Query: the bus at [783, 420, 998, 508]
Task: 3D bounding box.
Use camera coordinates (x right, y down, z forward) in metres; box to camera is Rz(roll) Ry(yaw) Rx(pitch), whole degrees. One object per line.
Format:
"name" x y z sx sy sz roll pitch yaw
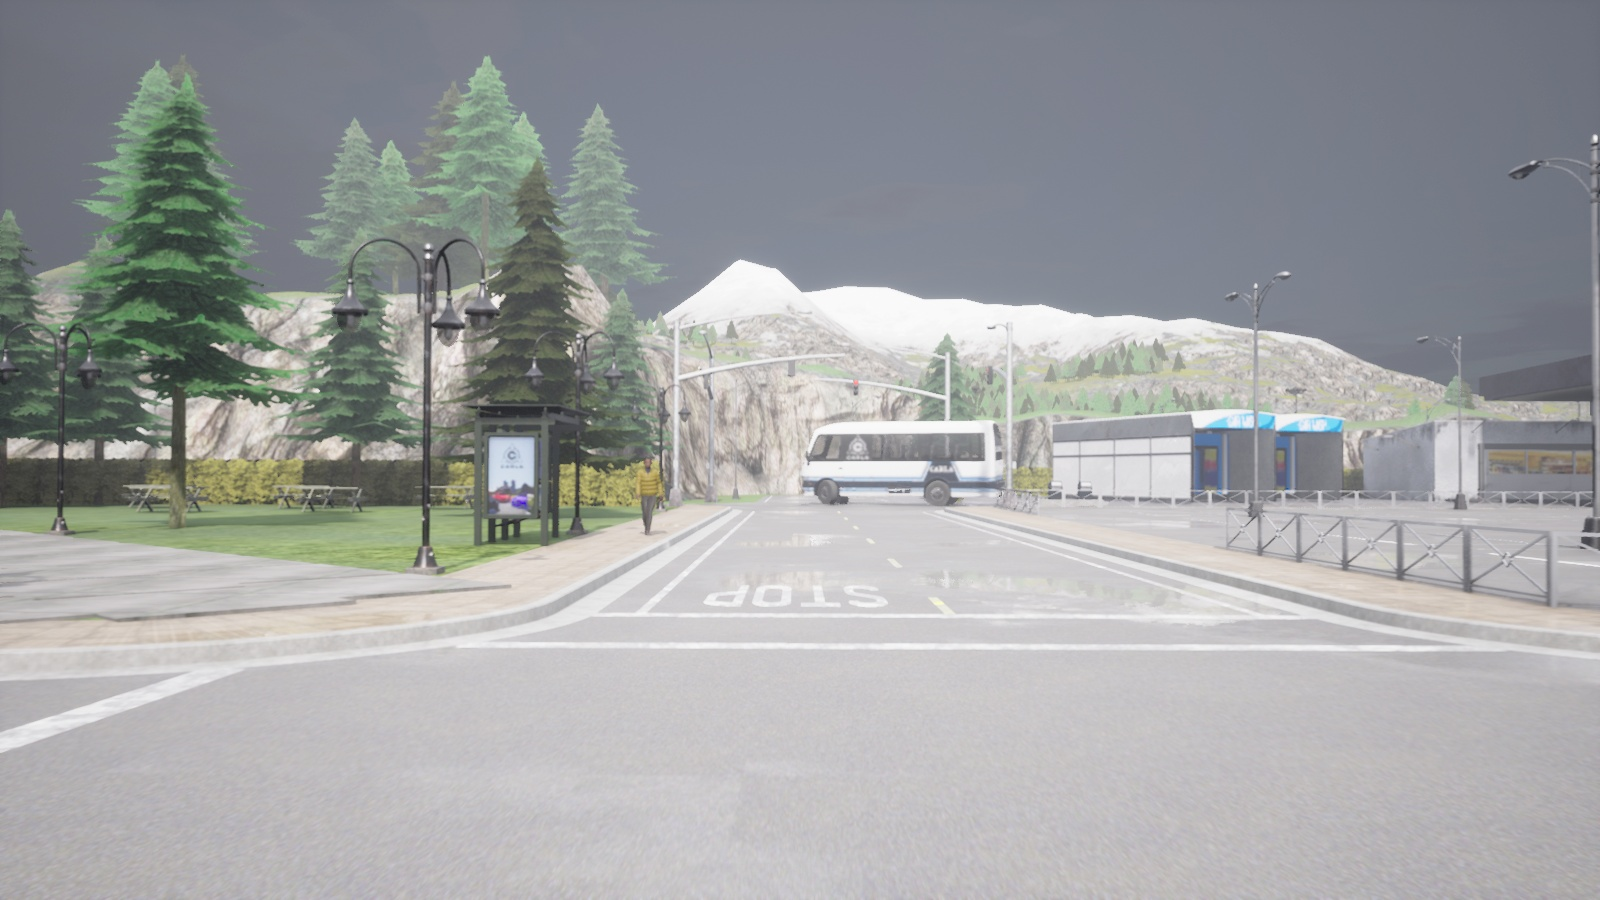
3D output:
"bus" 4.652 0.684 64.168 10.273 4.253 3.944 -1 1 17

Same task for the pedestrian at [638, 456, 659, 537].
"pedestrian" -3.461 1.057 28.696 0.431 1.840 0.709 0 -1 -2
